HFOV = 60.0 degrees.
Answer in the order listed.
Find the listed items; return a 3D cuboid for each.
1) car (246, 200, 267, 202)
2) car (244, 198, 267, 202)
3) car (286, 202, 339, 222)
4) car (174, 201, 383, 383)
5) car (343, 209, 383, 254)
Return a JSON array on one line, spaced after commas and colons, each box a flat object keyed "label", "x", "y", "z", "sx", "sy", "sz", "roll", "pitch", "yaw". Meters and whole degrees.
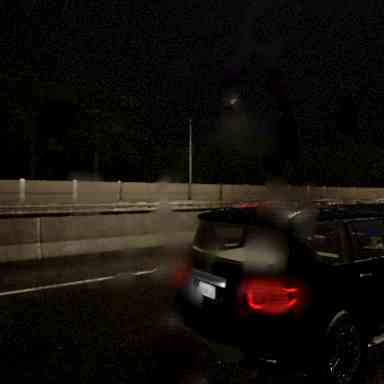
[{"label": "car", "x": 7.364, "y": 1.708, "z": 30.757, "sx": 4.718, "sy": 1.301, "sz": 1.895, "roll": 0, "pitch": 0, "yaw": -36}, {"label": "car", "x": 6.172, "y": 1.464, "z": 34.203, "sx": 4.553, "sy": 1.767, "sz": 2.097, "roll": 0, "pitch": 0, "yaw": -35}, {"label": "car", "x": 10.415, "y": 1.619, "z": 28.633, "sx": 4.892, "sy": 1.490, "sz": 1.837, "roll": 0, "pitch": 0, "yaw": -35}, {"label": "car", "x": 2.364, "y": 1.246, "z": 5.455, "sx": 5.566, "sy": 2.045, "sz": 2.150, "roll": 0, "pitch": 0, "yaw": -35}, {"label": "car", "x": 8.750, "y": 1.548, "z": 14.302, "sx": 5.008, "sy": 1.535, "sz": 1.882, "roll": 0, "pitch": 0, "yaw": -35}]
